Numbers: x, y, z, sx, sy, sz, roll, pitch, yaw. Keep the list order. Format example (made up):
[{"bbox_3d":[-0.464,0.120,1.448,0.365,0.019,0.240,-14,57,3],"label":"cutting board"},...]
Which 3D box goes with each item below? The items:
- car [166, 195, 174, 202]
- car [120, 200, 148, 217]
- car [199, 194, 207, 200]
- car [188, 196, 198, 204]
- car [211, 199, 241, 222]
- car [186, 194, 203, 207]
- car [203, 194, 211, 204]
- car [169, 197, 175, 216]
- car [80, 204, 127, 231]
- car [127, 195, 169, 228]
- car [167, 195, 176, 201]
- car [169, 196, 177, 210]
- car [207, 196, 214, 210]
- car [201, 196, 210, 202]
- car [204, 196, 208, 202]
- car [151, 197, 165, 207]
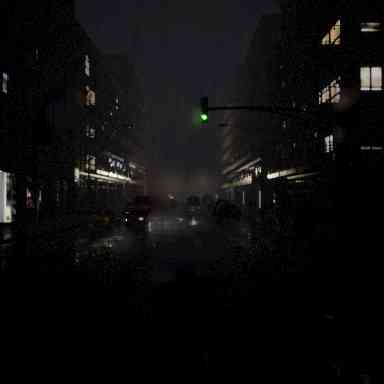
[{"bbox_3d":[-5.359,1.552,81.680,1.752,1.417,4.829,1,0,0],"label":"car"},{"bbox_3d":[-5.556,1.551,32.140,1.887,1.381,4.507,1,0,0],"label":"car"},{"bbox_3d":[3.067,1.474,92.851,1.967,1.590,4.097,1,0,0],"label":"car"},{"bbox_3d":[0.249,1.522,62.846,1.837,1.490,4.892,0,0,0],"label":"car"},{"bbox_3d":[2.803,1.550,26.569,1.887,1.381,4.507,1,0,0],"label":"car"},{"bbox_3d":[0.210,1.365,52.811,2.097,1.767,4.553,0,0,0],"label":"car"},{"bbox_3d":[2.959,1.334,65.234,2.192,1.841,5.009,1,0,0],"label":"car"},{"bbox_3d":[-2.967,1.511,32.253,1.837,1.490,4.892,0,0,0],"label":"car"},{"bbox_3d":[-5.600,1.529,20.923,1.752,1.417,4.829,1,0,0],"label":"car"},{"bbox_3d":[-2.996,1.226,22.306,2.150,2.045,5.566,0,0,0],"label":"car"},{"bbox_3d":[-5.337,1.581,87.374,2.008,1.369,4.403,1,0,0],"label":"car"},{"bbox_3d":[-2.920,1.535,42.525,1.812,1.442,4.674,0,0,1],"label":"car"},{"bbox_3d":[2.826,1.447,32.093,1.967,1.590,4.097,1,0,0],"label":"car"},{"bbox_3d":[3.000,1.590,76.280,1.947,1.339,4.313,1,0,0],"label":"car"},{"bbox_3d":[2.868,1.592,43.140,1.802,1.307,4.206,1,0,0],"label":"car"},{"bbox_3d":[-5.469,1.539,54.064,1.752,1.417,4.829,1,0,0],"label":"car"}]
